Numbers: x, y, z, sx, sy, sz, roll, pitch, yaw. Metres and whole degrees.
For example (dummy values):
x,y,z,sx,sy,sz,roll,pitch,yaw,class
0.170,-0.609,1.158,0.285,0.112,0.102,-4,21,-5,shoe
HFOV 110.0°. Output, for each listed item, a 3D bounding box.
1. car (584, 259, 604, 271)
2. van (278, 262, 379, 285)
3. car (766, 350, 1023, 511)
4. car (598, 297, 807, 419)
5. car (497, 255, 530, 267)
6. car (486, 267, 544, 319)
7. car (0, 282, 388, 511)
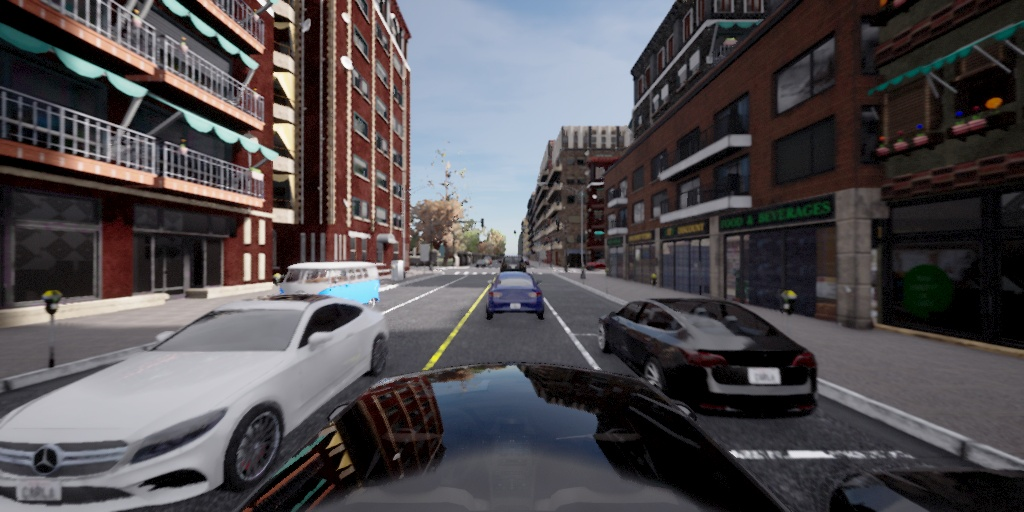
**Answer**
x,y,z,sx,sy,sz,roll,pitch,yaw,class
13.432,1.378,54.279,5.009,1.841,2.192,0,0,-1,car
-5.693,1.091,11.564,1.690,1.789,3.998,0,0,0,van
2.692,1.316,0.244,1.948,1.339,4.313,0,0,0,car
2.689,1.316,5.907,1.948,1.339,4.313,0,0,0,car
0.090,0.978,30.508,2.150,2.045,5.566,0,0,0,car
0.095,1.276,12.668,1.812,1.442,4.674,0,0,0,car
-3.101,1.276,4.678,1.812,1.442,4.674,0,0,0,car
